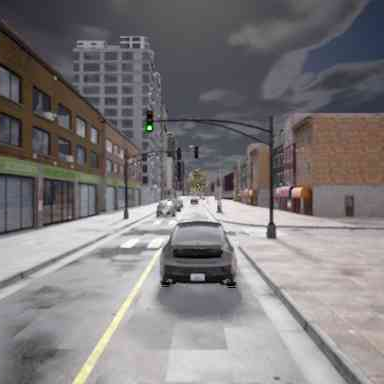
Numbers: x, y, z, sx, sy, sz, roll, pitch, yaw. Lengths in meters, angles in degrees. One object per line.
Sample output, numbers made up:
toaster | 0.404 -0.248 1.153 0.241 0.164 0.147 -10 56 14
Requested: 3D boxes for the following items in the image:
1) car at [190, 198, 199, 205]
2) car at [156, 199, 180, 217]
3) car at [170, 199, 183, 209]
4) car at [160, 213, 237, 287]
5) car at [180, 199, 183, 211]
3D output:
car | 0.519 2.021 74.437 1.837 1.490 4.892 0 0 0
car | -2.624 1.749 34.473 2.128 1.511 4.902 0 0 0
car | -2.459 1.879 55.347 1.882 1.535 5.008 0 -1 1
car | 0.229 1.580 9.570 1.837 1.490 4.892 0 0 3
car | -2.548 1.680 44.479 2.097 1.767 4.553 0 0 0
